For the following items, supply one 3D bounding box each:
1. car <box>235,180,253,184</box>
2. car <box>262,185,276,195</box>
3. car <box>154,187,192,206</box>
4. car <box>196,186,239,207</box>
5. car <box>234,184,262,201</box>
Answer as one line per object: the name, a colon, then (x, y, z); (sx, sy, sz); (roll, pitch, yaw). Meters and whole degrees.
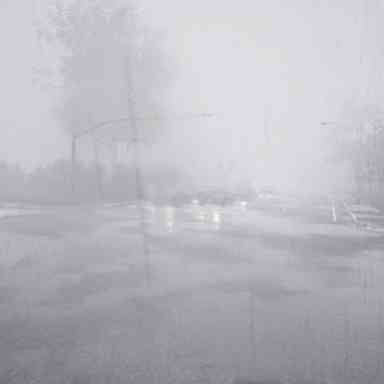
car: (7.904, -0.768, 50.617); (2.150, 2.045, 5.566); (3, 3, 21)
car: (11.764, -0.356, 50.985); (2.033, 1.411, 5.357); (3, 3, 21)
car: (-1.451, 0.286, 27.876); (1.812, 1.442, 4.674); (3, 3, 23)
car: (2.190, 0.444, 27.528); (1.994, 1.385, 4.181); (3, 3, 22)
car: (5.740, 0.161, 36.055); (2.033, 1.411, 5.357); (3, 3, 22)
